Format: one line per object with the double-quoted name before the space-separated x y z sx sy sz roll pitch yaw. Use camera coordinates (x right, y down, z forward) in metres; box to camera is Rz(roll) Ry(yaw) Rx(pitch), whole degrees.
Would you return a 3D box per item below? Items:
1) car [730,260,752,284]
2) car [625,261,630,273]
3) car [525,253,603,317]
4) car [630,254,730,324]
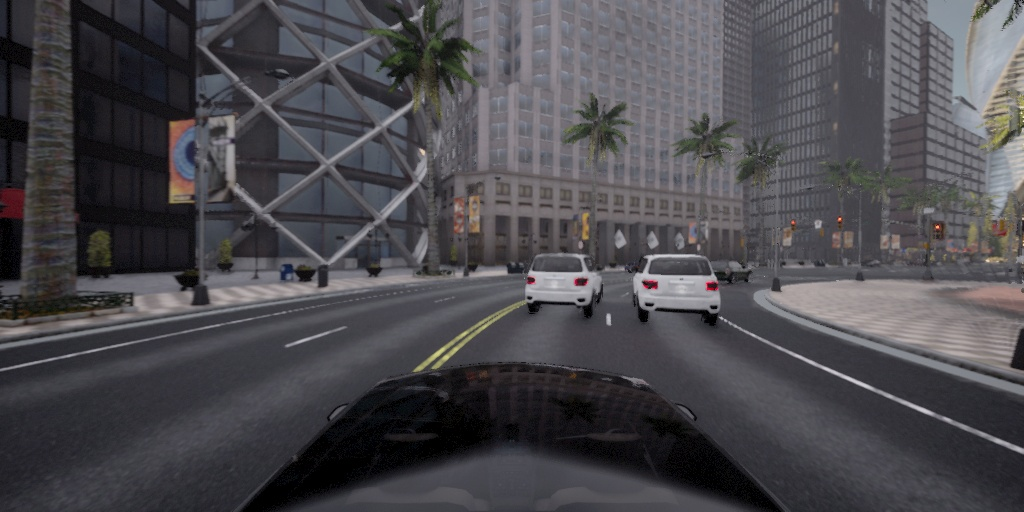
"car" 16.157 1.091 26.898 4.553 1.767 2.097 0 1 -38
"car" 14.798 0.893 38.757 5.566 2.045 2.150 1 0 -28
"car" 2.117 0.924 13.451 2.150 2.045 5.566 0 0 18
"car" 5.353 0.957 12.232 2.150 2.045 5.566 0 0 17
